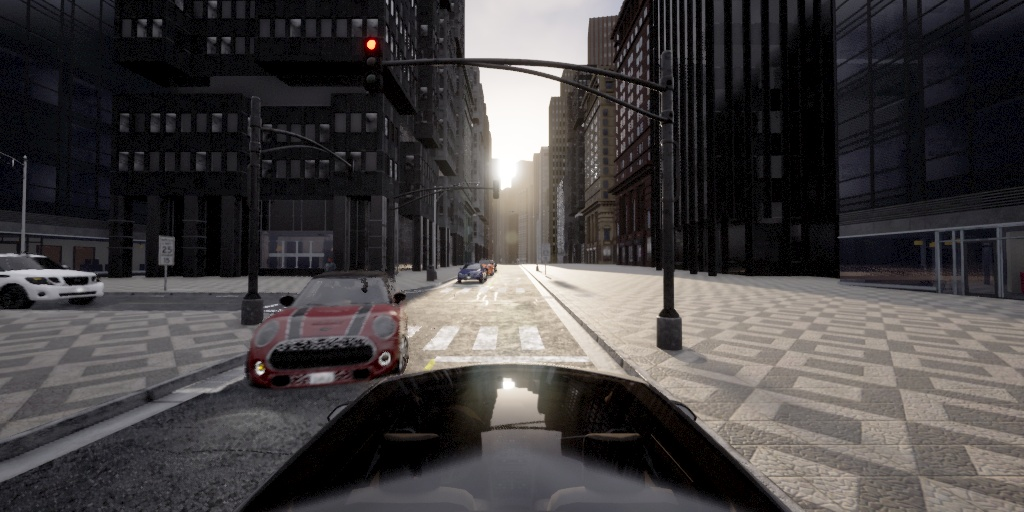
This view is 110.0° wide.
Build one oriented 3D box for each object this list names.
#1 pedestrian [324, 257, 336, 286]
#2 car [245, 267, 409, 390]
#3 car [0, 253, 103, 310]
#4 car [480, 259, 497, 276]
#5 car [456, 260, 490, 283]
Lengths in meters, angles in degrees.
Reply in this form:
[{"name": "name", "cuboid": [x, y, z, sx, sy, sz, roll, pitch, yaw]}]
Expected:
[{"name": "pedestrian", "cuboid": [-9.972, 0.974, 19.592, 0.375, 1.860, 0.375, 0, -1, 0]}, {"name": "car", "cuboid": [-3.221, 1.105, 7.148, 2.097, 1.767, 4.553, 0, 0, -15]}, {"name": "car", "cuboid": [-18.888, 0.897, 13.381, 5.566, 2.045, 2.150, 0, -1, 0]}, {"name": "car", "cuboid": [-3.028, 1.138, 38.240, 2.097, 1.767, 4.553, 0, 0, 0]}, {"name": "car", "cuboid": [-3.050, 1.289, 28.235, 1.812, 1.442, 4.674, 0, 0, 2]}]
